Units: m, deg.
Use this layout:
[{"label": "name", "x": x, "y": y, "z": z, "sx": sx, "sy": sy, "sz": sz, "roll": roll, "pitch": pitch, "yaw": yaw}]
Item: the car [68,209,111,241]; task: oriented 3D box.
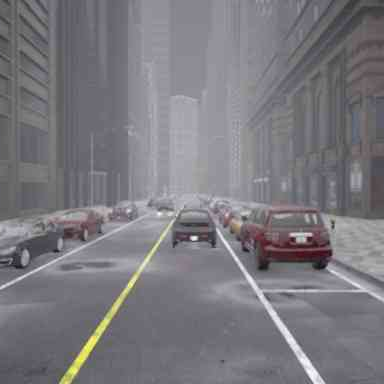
[{"label": "car", "x": -5.675, "y": 1.574, "z": 16.668, "sx": 1.887, "sy": 1.381, "sz": 4.507, "roll": -1, "pitch": 0, "yaw": 0}]

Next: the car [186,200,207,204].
[{"label": "car", "x": 0.097, "y": 1.654, "z": 30.840, "sx": 1.895, "sy": 1.301, "sz": 4.718, "roll": 0, "pitch": 0, "yaw": 0}]

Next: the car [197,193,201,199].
[{"label": "car", "x": 2.859, "y": 1.660, "z": 78.543, "sx": 2.008, "sy": 1.369, "sz": 4.403, "roll": -1, "pitch": 0, "yaw": 0}]

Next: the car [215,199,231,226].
[{"label": "car", "x": 2.850, "y": 1.479, "z": 22.299, "sx": 1.967, "sy": 1.590, "sz": 4.097, "roll": -1, "pitch": 0, "yaw": 0}]

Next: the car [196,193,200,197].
[{"label": "car", "x": 2.861, "y": 1.658, "z": 89.792, "sx": 1.887, "sy": 1.381, "sz": 4.507, "roll": -1, "pitch": 0, "yaw": 0}]

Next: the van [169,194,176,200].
[{"label": "van", "x": -5.666, "y": 1.455, "z": 95.413, "sx": 1.690, "sy": 1.788, "sz": 3.998, "roll": -1, "pitch": 0, "yaw": 0}]

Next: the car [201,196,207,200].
[{"label": "car", "x": 2.857, "y": 1.672, "z": 56.045, "sx": 1.802, "sy": 1.307, "sz": 4.206, "roll": -1, "pitch": 0, "yaw": 0}]

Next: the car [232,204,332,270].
[{"label": "car", "x": 2.847, "y": 1.335, "z": 11.050, "sx": 2.192, "sy": 1.841, "sz": 5.009, "roll": -1, "pitch": 0, "yaw": 0}]

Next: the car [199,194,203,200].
[{"label": "car", "x": 2.858, "y": 1.627, "z": 67.464, "sx": 1.752, "sy": 1.417, "sz": 4.829, "roll": -1, "pitch": 0, "yaw": 0}]

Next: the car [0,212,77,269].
[{"label": "car", "x": -5.676, "y": 1.570, "z": 11.043, "sx": 2.008, "sy": 1.369, "sz": 4.403, "roll": -1, "pitch": 0, "yaw": 0}]

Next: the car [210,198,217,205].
[{"label": "car", "x": 3.153, "y": 1.585, "z": 34.837, "sx": 1.812, "sy": 1.442, "sz": 4.674, "roll": 0, "pitch": 0, "yaw": 0}]

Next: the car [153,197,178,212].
[{"label": "car", "x": -3.091, "y": 1.614, "z": 39.778, "sx": 2.033, "sy": 1.411, "sz": 5.357, "roll": 0, "pitch": 0, "yaw": 0}]

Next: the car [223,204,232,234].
[{"label": "car", "x": 2.851, "y": 1.555, "z": 16.844, "sx": 1.752, "sy": 1.417, "sz": 4.829, "roll": -1, "pitch": 0, "yaw": 0}]

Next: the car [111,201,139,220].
[{"label": "car", "x": -5.674, "y": 1.488, "z": 27.916, "sx": 1.967, "sy": 1.590, "sz": 4.097, "roll": -1, "pitch": 0, "yaw": 0}]

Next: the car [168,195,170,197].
[{"label": "car", "x": -5.669, "y": 1.640, "z": 61.665, "sx": 1.887, "sy": 1.381, "sz": 4.507, "roll": -1, "pitch": 0, "yaw": 0}]

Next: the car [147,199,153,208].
[{"label": "car", "x": -5.670, "y": 1.648, "z": 50.415, "sx": 1.947, "sy": 1.339, "sz": 4.313, "roll": -1, "pitch": 0, "yaw": 0}]

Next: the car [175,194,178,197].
[{"label": "car", "x": -5.664, "y": 1.664, "z": 89.788, "sx": 2.008, "sy": 1.369, "sz": 4.403, "roll": -1, "pitch": 0, "yaw": 0}]

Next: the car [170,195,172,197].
[{"label": "car", "x": -5.668, "y": 1.645, "z": 67.290, "sx": 1.887, "sy": 1.381, "sz": 4.507, "roll": -1, "pitch": 0, "yaw": 0}]

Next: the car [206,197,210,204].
[{"label": "car", "x": 3.154, "y": 1.596, "z": 41.837, "sx": 1.812, "sy": 1.442, "sz": 4.674, "roll": 0, "pitch": 0, "yaw": 0}]

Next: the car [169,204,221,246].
[{"label": "car", "x": 0.093, "y": 1.533, "z": 15.307, "sx": 1.837, "sy": 1.490, "sz": 4.892, "roll": 0, "pitch": 0, "yaw": 0}]

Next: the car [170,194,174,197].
[{"label": "car", "x": -5.667, "y": 1.650, "z": 72.914, "sx": 1.887, "sy": 1.381, "sz": 4.507, "roll": -1, "pitch": 0, "yaw": 0}]
